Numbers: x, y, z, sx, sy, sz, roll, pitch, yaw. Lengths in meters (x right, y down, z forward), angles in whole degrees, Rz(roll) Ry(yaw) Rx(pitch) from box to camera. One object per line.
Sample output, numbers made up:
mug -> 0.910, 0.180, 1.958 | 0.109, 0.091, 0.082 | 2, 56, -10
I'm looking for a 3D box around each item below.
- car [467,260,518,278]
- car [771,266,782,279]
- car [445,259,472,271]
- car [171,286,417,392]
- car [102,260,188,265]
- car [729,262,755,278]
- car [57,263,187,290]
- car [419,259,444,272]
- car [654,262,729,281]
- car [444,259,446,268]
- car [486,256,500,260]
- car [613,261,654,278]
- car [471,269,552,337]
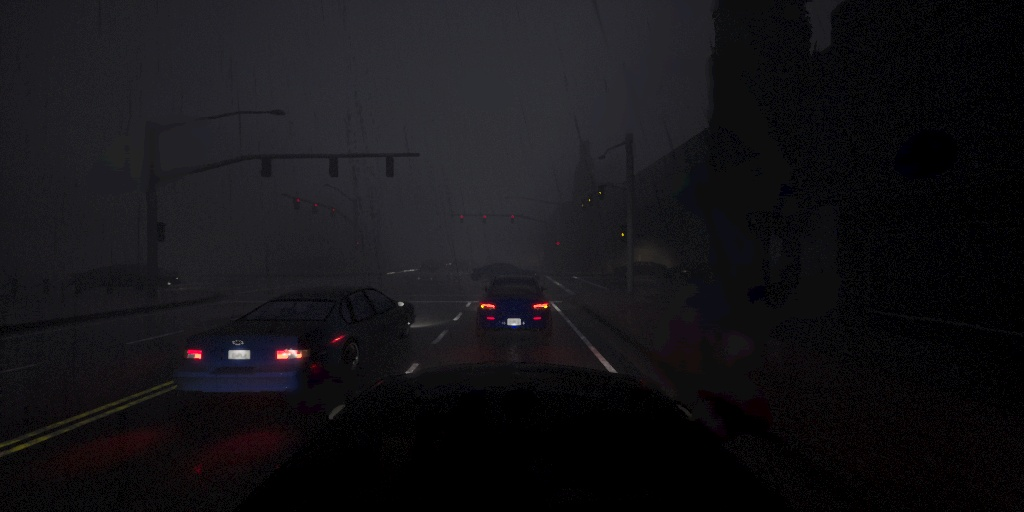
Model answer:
car -> -0.461, 1.227, 26.011 | 5.008, 1.535, 1.882 | 0, 0, -2
car -> 24.033, 1.102, 29.816 | 4.553, 1.767, 2.097 | 0, 0, 0
car -> -7.270, 1.241, 49.284 | 2.128, 1.511, 4.902 | 0, 0, 1
car -> -3.449, 1.297, 7.060 | 2.033, 1.411, 5.357 | 0, 0, 0
car -> -26.304, 1.255, 25.289 | 4.892, 1.490, 1.837 | 0, 0, 0
car -> 21.633, 1.297, 33.322 | 5.357, 1.411, 2.033 | 0, 0, 0
car -> -23.517, 1.297, 21.803 | 5.357, 1.411, 2.033 | 0, 0, 0
car -> -10.803, 1.228, 47.233 | 1.882, 1.535, 5.008 | 0, 0, 1
car -> 14.827, 1.255, 29.836 | 4.892, 1.490, 1.837 | 0, 0, 0
car -> -10.617, 1.255, 56.572 | 1.837, 1.490, 4.892 | 0, 0, 1
car -> -3.324, 0.971, 60.903 | 2.150, 2.045, 5.566 | 0, 0, 1
car -> 11.895, 1.241, 33.342 | 4.902, 1.511, 2.128 | 0, 0, 0
car -> 0.058, 1.276, 10.161 | 1.812, 1.442, 4.674 | 0, 0, 0
